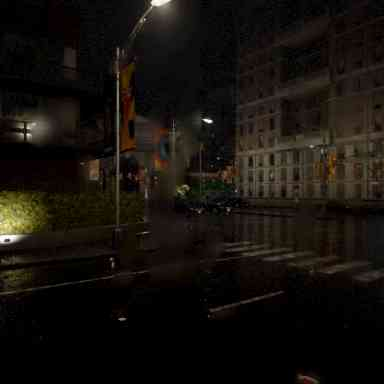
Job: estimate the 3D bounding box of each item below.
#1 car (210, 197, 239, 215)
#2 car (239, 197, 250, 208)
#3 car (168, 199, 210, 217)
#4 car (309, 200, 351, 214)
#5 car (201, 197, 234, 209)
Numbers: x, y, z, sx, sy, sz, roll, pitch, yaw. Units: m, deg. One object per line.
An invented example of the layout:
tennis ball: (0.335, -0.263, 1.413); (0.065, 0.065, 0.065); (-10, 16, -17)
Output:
car: (2.136, 1.491, 34.211); (2.128, 1.511, 4.902); (0, 0, -35)
car: (6.273, 1.503, 48.619); (1.837, 1.490, 4.892); (0, 0, -35)
car: (-0.655, 1.526, 32.093); (1.812, 1.442, 4.674); (0, 0, -35)
car: (15.010, 1.564, 36.323); (1.994, 1.385, 4.181); (0, 0, -37)
car: (3.516, 1.478, 46.457); (1.882, 1.535, 5.008); (0, 0, -35)
